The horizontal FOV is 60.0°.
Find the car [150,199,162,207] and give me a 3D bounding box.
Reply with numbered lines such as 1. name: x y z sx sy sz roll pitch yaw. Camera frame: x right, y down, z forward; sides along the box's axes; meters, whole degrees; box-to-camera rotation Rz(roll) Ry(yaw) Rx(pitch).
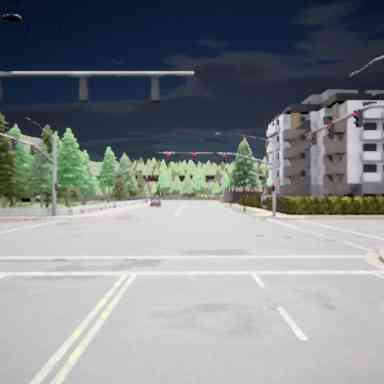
1. car: -7.042 2.162 64.723 1.812 1.442 4.674 0 -1 0
